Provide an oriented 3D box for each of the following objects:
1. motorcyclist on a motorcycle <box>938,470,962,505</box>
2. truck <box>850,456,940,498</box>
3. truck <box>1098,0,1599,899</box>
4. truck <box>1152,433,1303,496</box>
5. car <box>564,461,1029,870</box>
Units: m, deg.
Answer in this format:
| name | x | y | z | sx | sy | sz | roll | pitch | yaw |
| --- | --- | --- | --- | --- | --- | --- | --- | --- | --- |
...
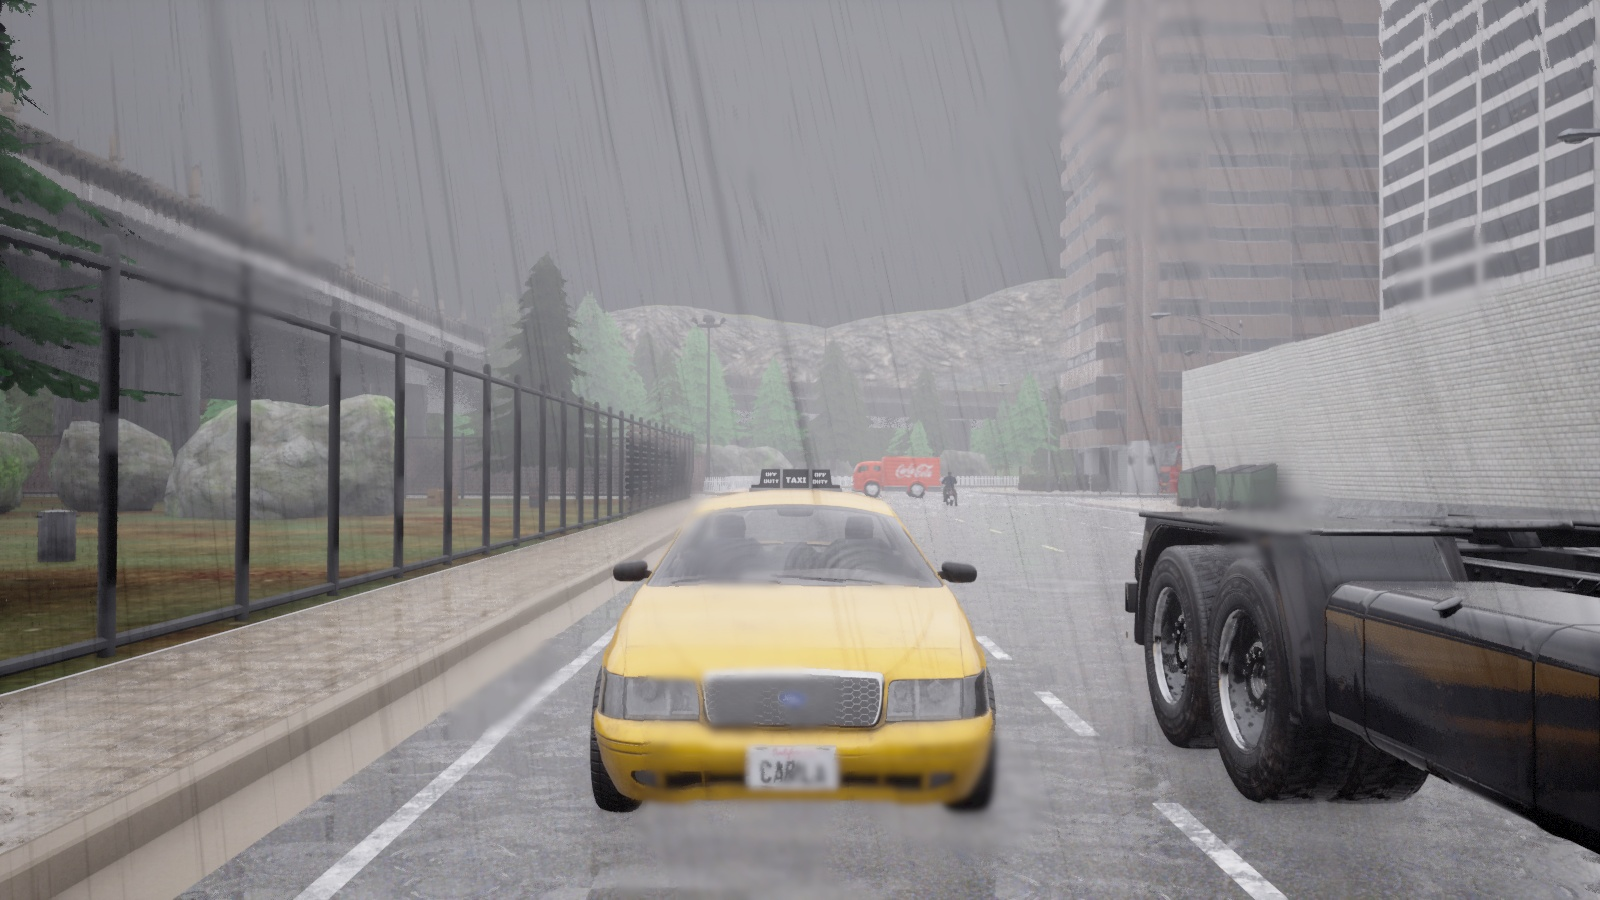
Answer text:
| name | x | y | z | sx | sy | sz | roll | pitch | yaw |
| --- | --- | --- | --- | --- | --- | --- | --- | --- | --- |
| motorcyclist on a motorcycle | 6.835 | 1.700 | 57.291 | 0.866 | 1.590 | 1.817 | 0 | -1 | 0 |
| truck | 5.679 | 1.598 | 75.559 | 5.204 | 2.467 | 2.627 | 0 | -1 | 0 |
| truck | 3.483 | -0.105 | 4.529 | 2.891 | 3.462 | 7.936 | 0 | -1 | 0 |
| truck | 26.857 | 0.923 | 79.111 | 8.468 | 3.827 | 2.891 | 0 | -1 | 0 |
| car | -0.022 | 0.880 | 7.560 | 1.801 | 1.575 | 5.366 | 0 | -1 | 0 |
